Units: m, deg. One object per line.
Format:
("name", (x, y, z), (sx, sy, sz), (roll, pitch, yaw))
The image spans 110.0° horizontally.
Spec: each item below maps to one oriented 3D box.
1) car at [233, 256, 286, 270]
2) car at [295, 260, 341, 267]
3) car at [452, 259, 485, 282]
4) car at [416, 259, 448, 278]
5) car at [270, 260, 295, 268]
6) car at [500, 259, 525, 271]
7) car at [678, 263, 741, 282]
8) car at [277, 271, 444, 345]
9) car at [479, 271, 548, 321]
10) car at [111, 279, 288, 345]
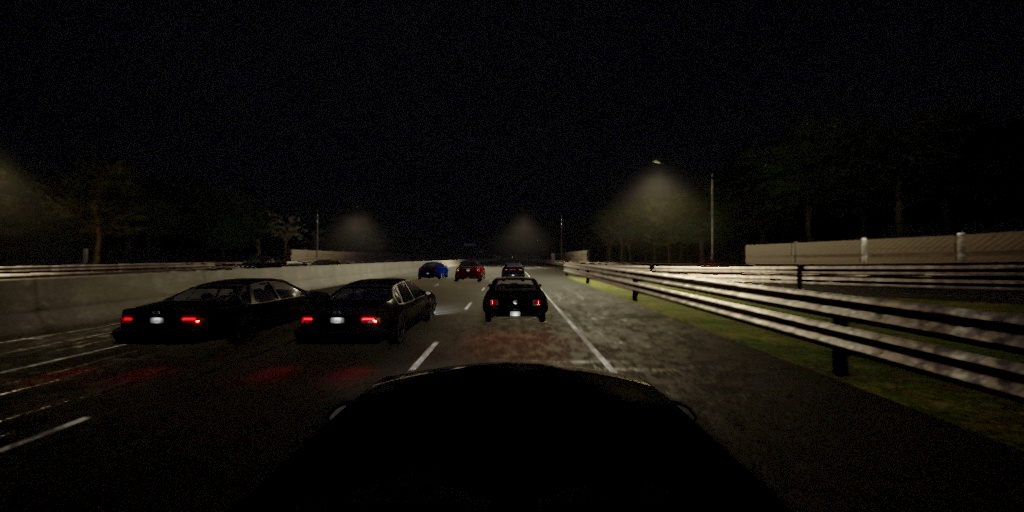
("car", (-24.520, 1.039, 35.326), (2.150, 2.045, 5.566), (0, 0, 0))
("car", (-17.546, 1.158, 33.326), (2.097, 1.767, 4.553), (0, 0, 1))
("car", (-3.410, 1.148, 29.918), (2.097, 1.767, 4.553), (0, 0, 0))
("car", (-6.910, 1.280, 31.881), (1.882, 1.535, 5.008), (0, 0, 0))
("car", (-21.023, 1.338, 35.164), (1.812, 1.442, 4.674), (0, 0, 0))
("car", (0.090, 1.289, 30.144), (2.128, 1.511, 4.902), (0, 0, 0))
("car", (15.961, 1.355, 29.355), (1.882, 1.535, 5.008), (1, -1, -21))
("car", (-3.403, 1.303, 9.483), (2.033, 1.411, 5.357), (0, 0, 0))
("car", (0.096, 1.360, 12.423), (1.895, 1.301, 4.718), (0, 0, 0))
("car", (-6.903, 1.303, 9.476), (2.033, 1.411, 5.357), (0, 0, 0))
